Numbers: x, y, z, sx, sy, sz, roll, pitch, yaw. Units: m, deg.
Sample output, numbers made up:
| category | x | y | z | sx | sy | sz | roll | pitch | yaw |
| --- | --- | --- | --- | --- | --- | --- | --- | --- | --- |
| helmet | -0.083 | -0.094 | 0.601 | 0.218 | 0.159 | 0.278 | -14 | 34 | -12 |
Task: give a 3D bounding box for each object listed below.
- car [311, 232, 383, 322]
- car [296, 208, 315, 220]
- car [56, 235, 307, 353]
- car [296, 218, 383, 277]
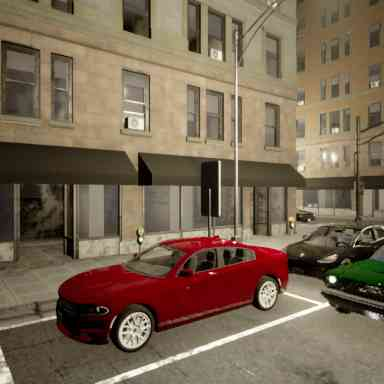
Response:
| category | x | y | z | sx | sy | sz | roll | pitch | yaw |
| --- | --- | --- | --- | --- | --- | --- | --- | --- | --- |
| car | 4.580 | 1.601 | 6.450 | 4.718 | 1.301 | 1.895 | 0 | 0 | -36 |
| car | 6.928 | 1.614 | 25.953 | 2.033 | 1.411 | 5.357 | 0 | 0 | -33 |
| car | -0.109 | 1.545 | 6.147 | 4.507 | 1.381 | 1.887 | 0 | 0 | -36 |
| car | 4.328 | 1.566 | 9.415 | 4.313 | 1.339 | 1.947 | 0 | 0 | -36 |
